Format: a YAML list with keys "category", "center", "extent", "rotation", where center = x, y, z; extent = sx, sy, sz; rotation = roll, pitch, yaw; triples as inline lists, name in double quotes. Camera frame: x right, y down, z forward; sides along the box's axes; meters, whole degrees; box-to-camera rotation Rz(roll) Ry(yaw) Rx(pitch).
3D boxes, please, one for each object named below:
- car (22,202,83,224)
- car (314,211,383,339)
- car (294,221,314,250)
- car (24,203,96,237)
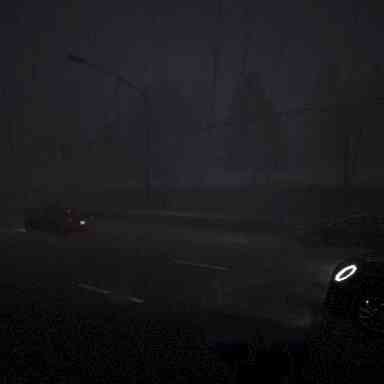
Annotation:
- category: "car"
  center: [-10.172, 1.479, 24.143]
  extent: [4.718, 1.301, 1.895]
  rotation: [0, 0, 36]
- category: "car"
  center: [4.528, 1.357, 5.061]
  extent: [4.553, 1.767, 2.097]
  rotation: [0, 0, 35]
- category: "car"
  center: [6.331, 1.481, 12.373]
  extent: [4.902, 1.511, 2.128]
  rotation: [0, 0, 35]
- category: "car"
  center: [-7.045, 1.477, 17.615]
  extent: [4.181, 1.385, 1.994]
  rotation: [0, 0, 35]
